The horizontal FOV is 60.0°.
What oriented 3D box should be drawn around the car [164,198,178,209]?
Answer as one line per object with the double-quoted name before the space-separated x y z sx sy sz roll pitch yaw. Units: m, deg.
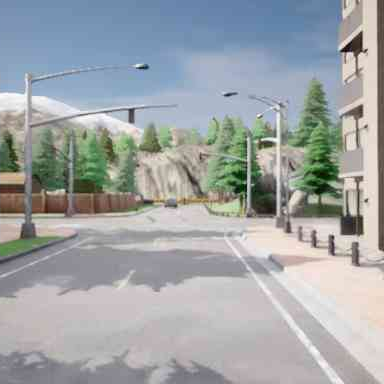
"car" -3.482 1.825 55.141 2.097 1.767 4.553 0 -1 0
